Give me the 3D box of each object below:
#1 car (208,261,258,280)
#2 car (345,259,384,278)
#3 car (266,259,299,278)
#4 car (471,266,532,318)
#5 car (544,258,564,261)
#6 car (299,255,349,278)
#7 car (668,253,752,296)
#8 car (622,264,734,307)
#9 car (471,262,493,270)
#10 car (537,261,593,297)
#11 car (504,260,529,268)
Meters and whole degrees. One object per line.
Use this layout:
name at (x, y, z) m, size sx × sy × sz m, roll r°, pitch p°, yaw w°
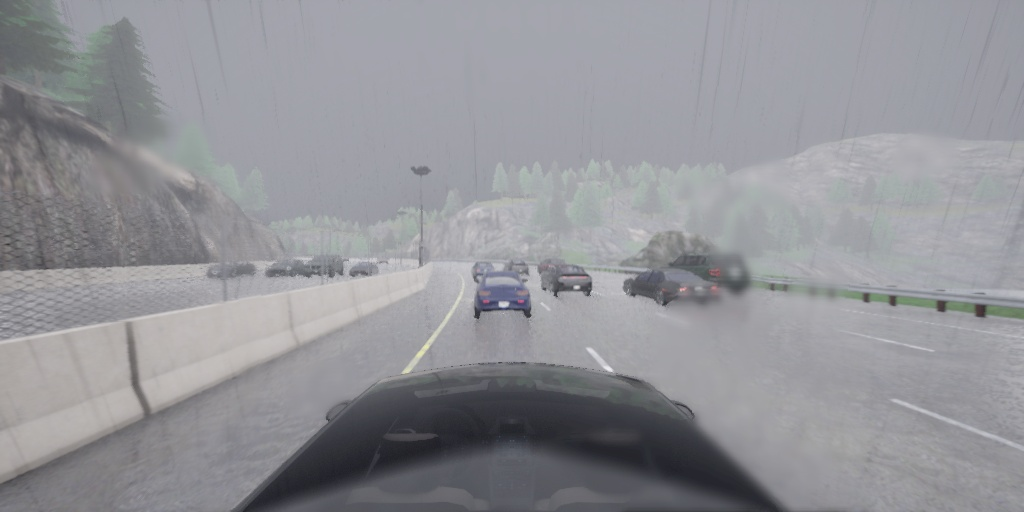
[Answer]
car at (-23.989, 1.225, 30.955) m, size 2.128 × 1.511 × 4.902 m, roll 0°, pitch 0°, yaw -11°
car at (-13.847, 1.241, 33.954) m, size 2.033 × 1.411 × 5.357 m, roll 0°, pitch 0°, yaw -11°
car at (-20.908, 1.067, 33.459) m, size 2.097 × 1.767 × 4.553 m, roll 0°, pitch 0°, yaw -11°
car at (-0.387, 1.243, 12.827) m, size 1.812 × 1.442 × 4.674 m, roll 0°, pitch 0°, yaw -4°
car at (3.913, 0.990, 34.998) m, size 2.097 × 1.767 × 4.553 m, roll 0°, pitch 0°, yaw -10°
car at (-17.304, 0.924, 33.362) m, size 2.150 × 2.045 × 5.566 m, roll 0°, pitch 1°, yaw -11°
car at (9.705, 0.892, 18.640) m, size 2.150 × 2.045 × 5.566 m, roll 0°, pitch 0°, yaw -5°
car at (6.494, 1.238, 15.210) m, size 2.033 × 1.411 × 5.357 m, roll 0°, pitch 0°, yaw -4°
car at (-2.550, 1.215, 31.622) m, size 2.033 × 1.411 × 5.357 m, roll 0°, pitch 0°, yaw -10°
car at (2.679, 1.184, 18.414) m, size 2.128 × 1.511 × 4.902 m, roll 0°, pitch 0°, yaw -5°
car at (0.376, 1.140, 34.952) m, size 2.128 × 1.511 × 4.902 m, roll 0°, pitch 0°, yaw -10°
